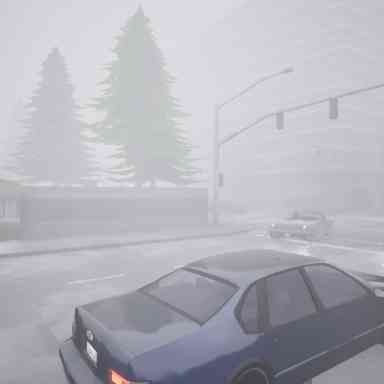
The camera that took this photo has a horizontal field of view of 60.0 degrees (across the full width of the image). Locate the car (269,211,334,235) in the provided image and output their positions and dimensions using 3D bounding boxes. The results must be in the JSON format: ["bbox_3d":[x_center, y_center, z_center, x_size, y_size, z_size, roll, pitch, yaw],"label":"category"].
[{"bbox_3d":[5.559,1.627,16.553,1.895,1.301,4.718,0,-1,36],"label":"car"}]

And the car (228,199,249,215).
[{"bbox_3d":[3.858,1.560,35.024,1.837,1.490,4.892,0,0,-35],"label":"car"}]

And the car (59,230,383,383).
[{"bbox_3d":[1.110,1.547,4.573,5.357,1.411,2.033,0,0,-35],"label":"car"}]

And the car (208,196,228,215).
[{"bbox_3d":[0.710,1.276,33.418,2.150,2.045,5.566,0,0,-35],"label":"car"}]
